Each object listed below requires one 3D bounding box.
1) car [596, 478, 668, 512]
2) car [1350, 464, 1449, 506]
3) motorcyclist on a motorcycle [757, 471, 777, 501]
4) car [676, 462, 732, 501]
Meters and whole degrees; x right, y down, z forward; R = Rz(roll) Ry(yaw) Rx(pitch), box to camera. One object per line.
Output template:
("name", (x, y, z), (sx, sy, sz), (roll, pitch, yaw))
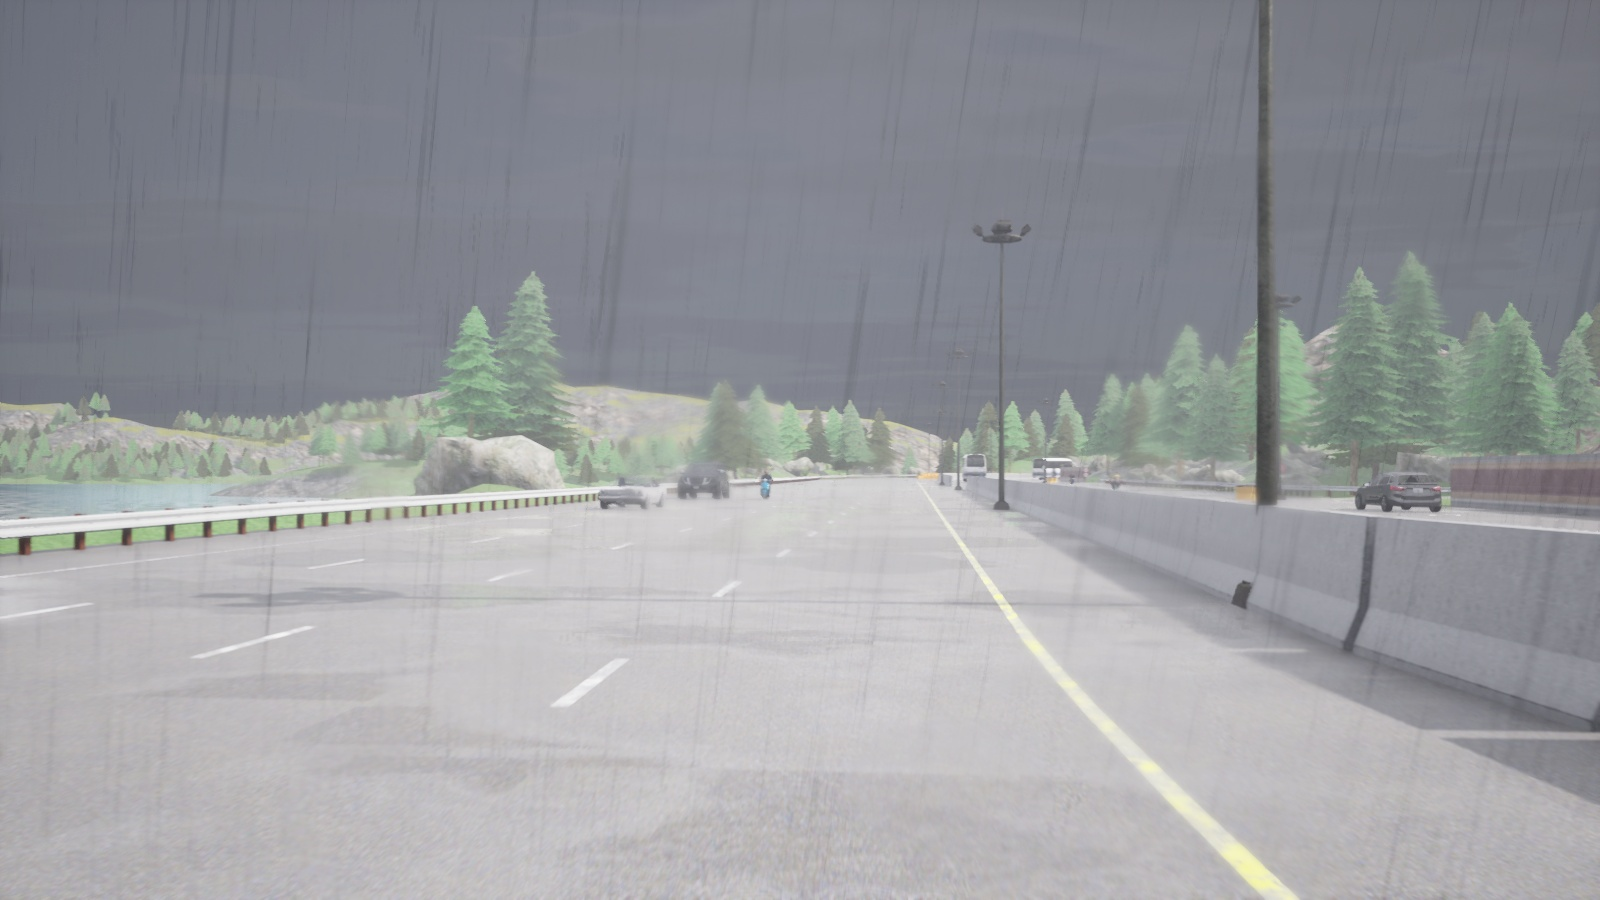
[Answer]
("car", (-6.709, 1.787, 50.625), (1.895, 1.301, 4.718), (0, -1, 5))
("car", (25.105, 1.452, 52.766), (2.242, 1.667, 4.611), (0, -1, 5))
("motorcyclist on a motorcycle", (-1.758, 1.893, 66.841), (0.866, 1.590, 1.817), (0, -1, 5))
("car", (-5.145, 1.695, 68.278), (2.150, 2.045, 5.566), (0, -1, 5))
